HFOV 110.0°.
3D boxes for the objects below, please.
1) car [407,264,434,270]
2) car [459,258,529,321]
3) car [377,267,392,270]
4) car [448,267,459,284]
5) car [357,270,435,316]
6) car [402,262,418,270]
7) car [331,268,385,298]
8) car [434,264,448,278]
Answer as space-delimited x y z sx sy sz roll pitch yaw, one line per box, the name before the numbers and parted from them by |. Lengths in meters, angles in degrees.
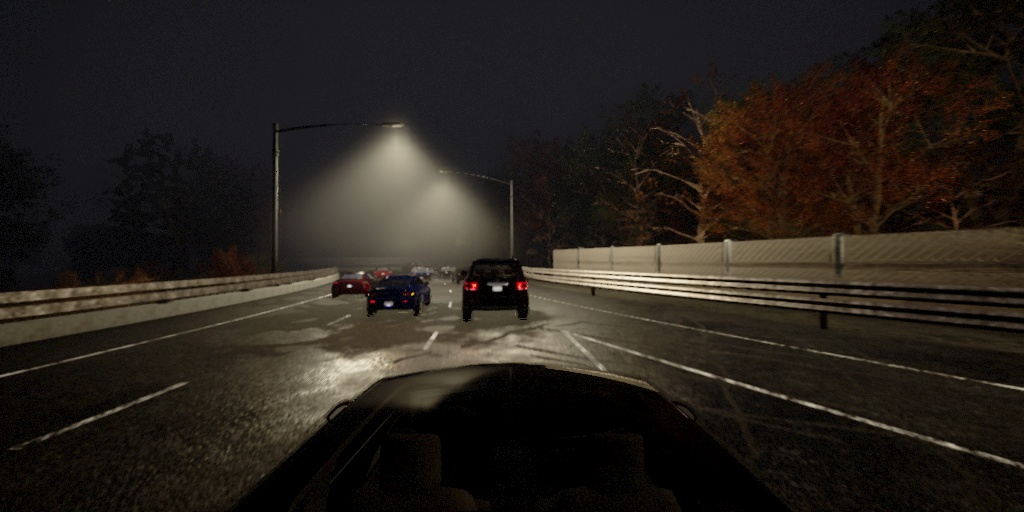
car | -9.348 1.808 36.345 1.895 1.301 4.718 0 -1 -18
car | -0.729 1.117 13.428 2.150 2.045 5.566 0 -1 -6
car | -13.702 1.807 38.053 1.994 1.385 4.181 0 -1 -20
car | -4.207 1.657 31.617 1.812 1.442 4.674 0 -1 -17
car | -4.345 1.444 14.205 1.812 1.442 4.674 0 -1 -6
car | -17.019 1.881 60.584 2.097 1.767 4.553 0 -1 -32
car | -8.922 1.579 20.845 1.994 1.385 4.181 0 -1 -10
car | -7.336 1.859 41.064 1.895 1.301 4.718 0 -1 -20
